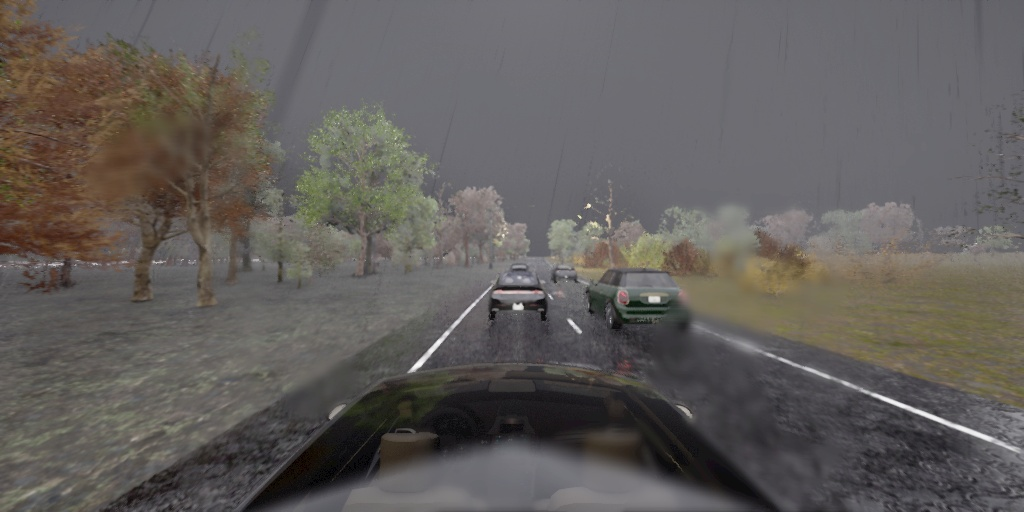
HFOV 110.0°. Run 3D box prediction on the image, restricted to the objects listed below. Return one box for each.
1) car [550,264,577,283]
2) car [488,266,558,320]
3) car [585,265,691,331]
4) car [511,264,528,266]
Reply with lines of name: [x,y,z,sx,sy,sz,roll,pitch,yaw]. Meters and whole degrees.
car: [4.109,1.360,29.048,2.128,1.511,4.902,0,0,2]
car: [0.213,1.287,12.804,2.128,1.511,4.902,0,0,1]
car: [3.695,1.147,11.361,2.097,1.767,4.553,0,0,1]
car: [0.610,1.368,29.141,1.837,1.490,4.892,0,0,2]
